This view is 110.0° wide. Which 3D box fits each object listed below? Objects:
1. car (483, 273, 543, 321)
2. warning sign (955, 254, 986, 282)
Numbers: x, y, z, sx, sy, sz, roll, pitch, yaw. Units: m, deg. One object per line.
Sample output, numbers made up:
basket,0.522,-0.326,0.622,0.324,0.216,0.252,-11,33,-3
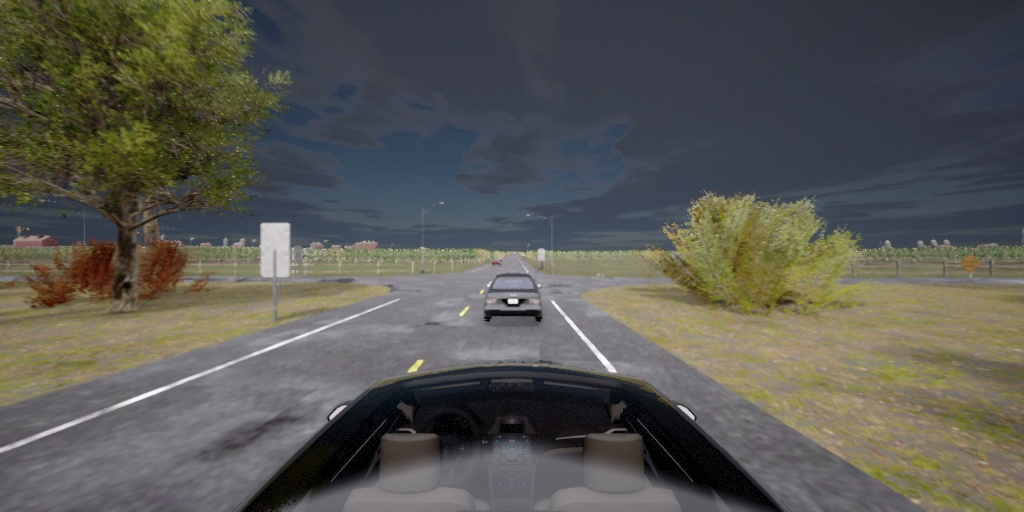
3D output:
car,0.056,1.304,12.453,2.033,1.411,5.357,0,0,1
warning sign,30.783,0.786,24.083,1.060,1.860,1.300,0,0,5
